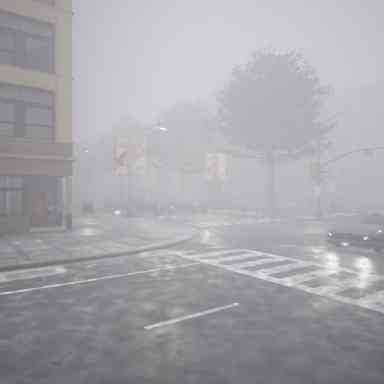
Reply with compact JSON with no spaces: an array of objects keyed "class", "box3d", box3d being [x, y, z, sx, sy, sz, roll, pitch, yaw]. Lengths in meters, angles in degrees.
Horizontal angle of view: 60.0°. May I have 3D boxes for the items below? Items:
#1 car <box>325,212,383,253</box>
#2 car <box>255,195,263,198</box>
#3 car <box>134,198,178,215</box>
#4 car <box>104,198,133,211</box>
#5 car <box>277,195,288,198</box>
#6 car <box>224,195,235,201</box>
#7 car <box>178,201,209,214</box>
[{"class":"car","box3d":[7.852,1.546,13.907,5.357,1.411,2.033,0,0,-36]},{"class":"car","box3d":[17.416,1.463,83.141,1.895,1.301,4.718,0,0,-36]},{"class":"car","box3d":[-3.736,1.601,33.803,1.895,1.301,4.718,0,0,-36]},{"class":"car","box3d":[-9.632,1.505,42.027,1.837,1.490,4.892,0,0,-35]},{"class":"car","box3d":[18.256,1.320,69.210,2.002,1.452,4.674,0,0,-36]},{"class":"car","box3d":[7.772,1.413,76.682,2.161,1.482,4.786,0,0,-36]},{"class":"car","box3d":[-0.277,1.601,34.989,1.895,1.301,4.718,0,0,-36]}]
